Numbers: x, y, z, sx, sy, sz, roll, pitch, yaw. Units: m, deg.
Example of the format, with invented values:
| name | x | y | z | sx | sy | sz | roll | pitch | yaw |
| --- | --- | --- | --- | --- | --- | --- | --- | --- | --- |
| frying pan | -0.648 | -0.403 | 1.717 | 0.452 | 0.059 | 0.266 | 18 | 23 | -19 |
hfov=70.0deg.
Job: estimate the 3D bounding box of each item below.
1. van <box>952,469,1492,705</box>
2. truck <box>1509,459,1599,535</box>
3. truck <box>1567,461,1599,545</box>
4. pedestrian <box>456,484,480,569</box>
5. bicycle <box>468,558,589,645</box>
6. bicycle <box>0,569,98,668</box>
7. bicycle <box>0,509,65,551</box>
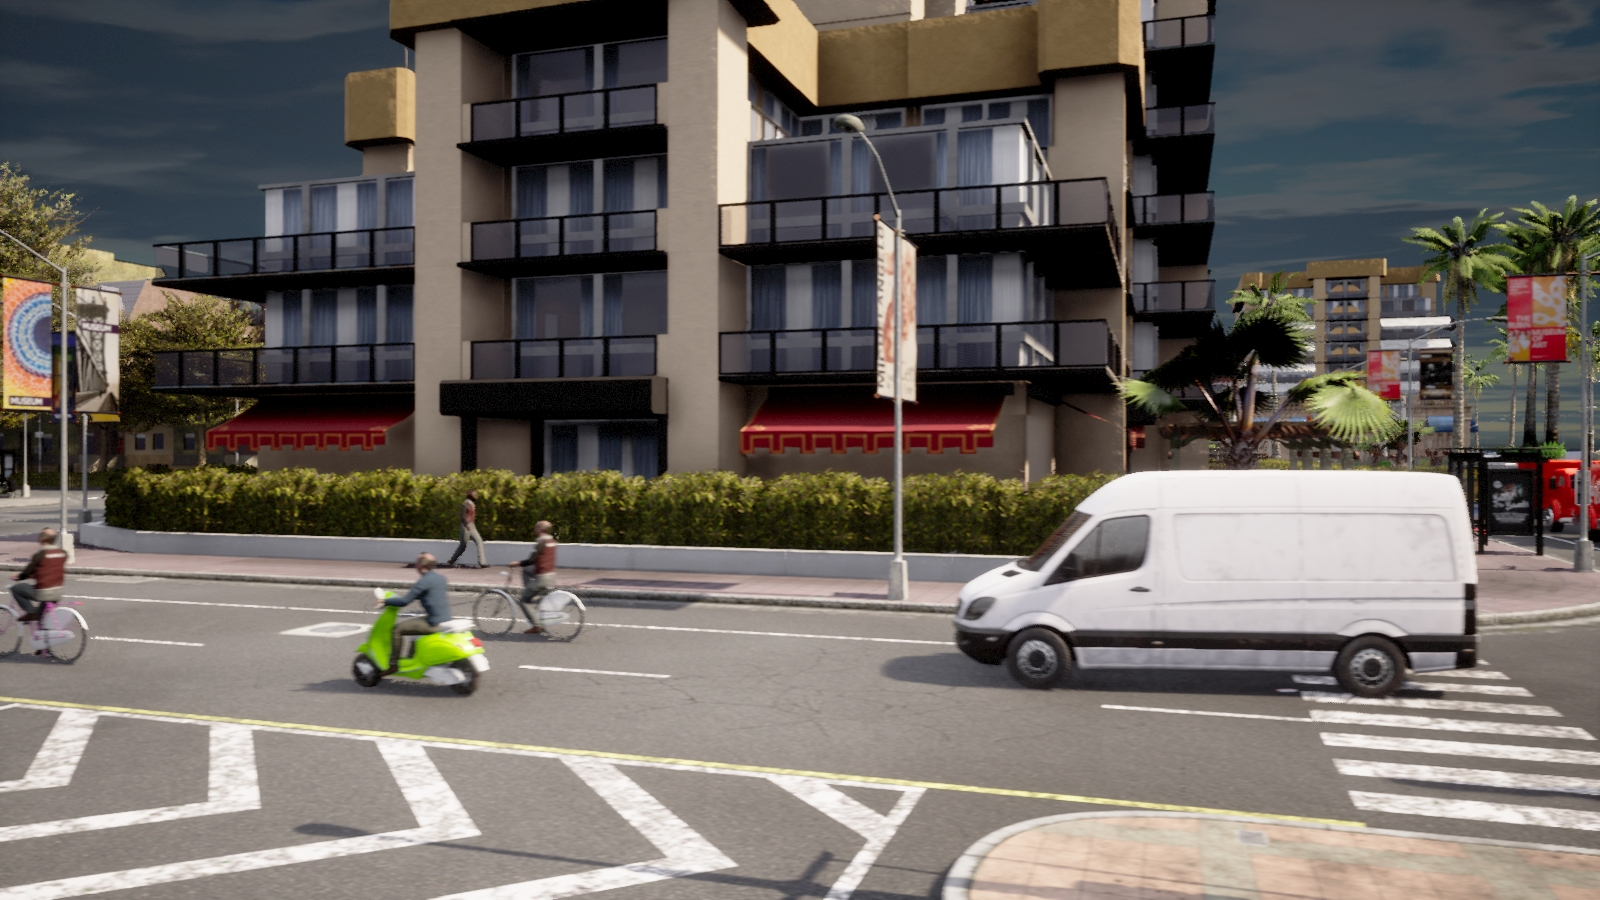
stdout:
| name | x | y | z | sx | sy | sz | roll | pitch | yaw |
| --- | --- | --- | --- | --- | --- | --- | --- | --- | --- |
| van | 4.870 | 1.538 | 14.048 | 5.915 | 2.561 | 1.988 | 0 | 0 | 8 |
| truck | 27.149 | 1.581 | 40.199 | 2.627 | 2.467 | 5.204 | 0 | 0 | 19 |
| truck | 24.939 | 1.577 | 33.622 | 2.627 | 2.467 | 5.204 | 0 | 0 | 19 |
| pedestrian | -7.401 | 1.699 | 25.466 | 0.375 | 1.860 | 0.375 | 0 | 0 | 15 |
| bicycle | -4.010 | 2.212 | 16.843 | 1.835 | 1.171 | 0.329 | 0 | 0 | 18 |
| bicycle | -10.143 | 2.211 | 15.121 | 1.835 | 1.171 | 0.329 | 0 | 0 | 18 |
| bicycle | -21.840 | 2.257 | 32.342 | 1.487 | 1.080 | 0.859 | 0 | 2 | 5 |
